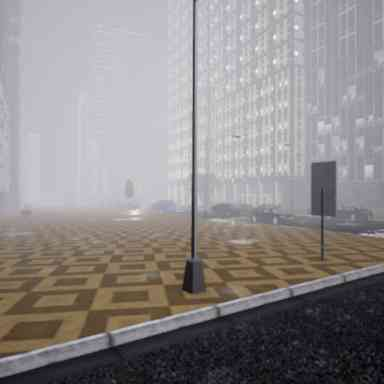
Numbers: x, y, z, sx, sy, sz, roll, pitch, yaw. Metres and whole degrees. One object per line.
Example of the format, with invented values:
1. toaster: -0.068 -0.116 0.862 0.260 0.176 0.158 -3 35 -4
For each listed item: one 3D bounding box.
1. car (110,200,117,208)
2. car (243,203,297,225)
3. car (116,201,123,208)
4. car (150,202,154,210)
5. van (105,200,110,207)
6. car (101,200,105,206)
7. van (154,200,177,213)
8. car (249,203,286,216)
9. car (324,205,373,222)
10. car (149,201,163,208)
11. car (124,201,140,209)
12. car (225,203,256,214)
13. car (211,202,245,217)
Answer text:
1. car: -15.705 2.716 71.627 1.887 1.381 4.507 -1 -1 -26
2. car: 6.269 1.803 26.026 2.008 1.369 4.403 -1 -1 -26
3. car: -13.190 2.587 66.408 1.752 1.417 4.829 -1 -1 -26
4. car: -5.438 2.411 56.535 1.994 1.385 4.181 0 -1 -26
5. van: -18.150 2.619 76.696 1.690 1.788 3.998 -1 -1 -26
6. car: -23.029 3.036 86.826 1.887 1.381 4.507 -1 -1 -26
7. van: -3.501 1.992 46.297 1.690 1.788 3.998 -1 -1 -26
8. car: 8.935 2.051 39.798 1.947 1.339 4.313 -1 -1 -26
9. car: 13.818 1.838 29.664 2.008 1.369 4.403 -1 -1 -26
10. car: -8.155 2.789 75.264 1.802 1.307 4.206 -1 -1 -26
11. car: -10.822 2.511 61.494 2.008 1.369 4.403 -1 -1 -26
12. car: 6.494 2.152 44.865 1.947 1.339 4.313 -1 -1 -26
13. car: 3.944 1.930 36.849 1.882 1.535 5.008 0 -1 -26
